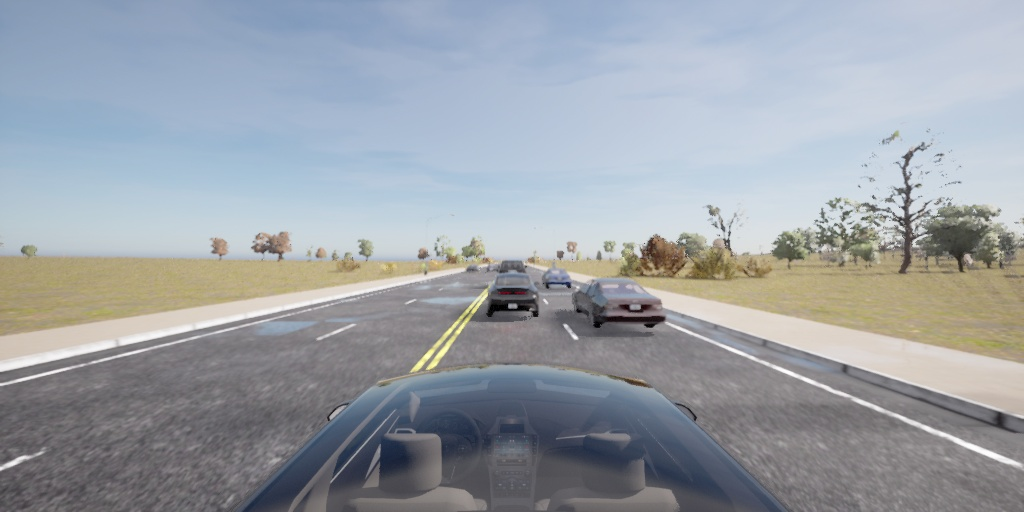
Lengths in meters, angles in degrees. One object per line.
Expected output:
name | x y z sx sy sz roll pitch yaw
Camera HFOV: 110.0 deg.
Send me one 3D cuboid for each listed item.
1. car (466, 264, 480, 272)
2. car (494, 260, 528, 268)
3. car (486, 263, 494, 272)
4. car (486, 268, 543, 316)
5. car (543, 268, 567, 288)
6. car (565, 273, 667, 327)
car | -6.534 2.059 60.082 1.994 1.385 4.181 0 -1 1
car | 0.042 1.311 28.014 2.150 2.045 5.566 0 0 1
car | -3.286 1.987 60.045 2.128 1.511 4.902 0 -1 1
car | 0.051 1.418 14.165 1.837 1.490 4.892 0 0 1
car | 3.281 1.623 26.981 2.033 1.411 5.357 0 -1 1
car | 3.278 1.432 12.007 2.033 1.411 5.357 0 -1 0
